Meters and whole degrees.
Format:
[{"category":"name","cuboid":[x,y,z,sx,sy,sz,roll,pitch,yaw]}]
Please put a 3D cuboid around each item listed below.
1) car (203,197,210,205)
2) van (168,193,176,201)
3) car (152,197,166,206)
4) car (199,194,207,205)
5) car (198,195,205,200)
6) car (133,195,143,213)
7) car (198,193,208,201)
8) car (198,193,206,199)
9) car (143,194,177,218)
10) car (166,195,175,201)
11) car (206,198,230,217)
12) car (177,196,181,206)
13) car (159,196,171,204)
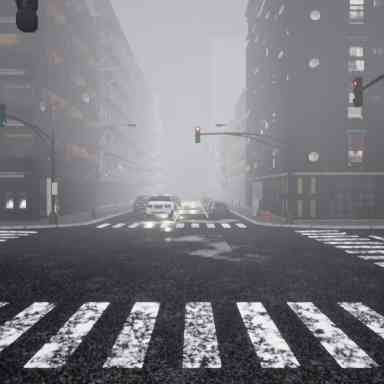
[{"category":"car","cuboid":[2.610,1.539,36.935,2.008,1.369,4.403,-1,0,0]},{"category":"van","cuboid":[-5.198,1.302,86.841,1.690,1.788,3.998,-1,0,0]},{"category":"car","cuboid":[-5.245,1.563,53.618,1.802,1.307,4.206,-1,0,0]},{"category":"car","cuboid":[2.643,1.523,59.092,1.887,1.381,4.507,-1,0,0]},{"category":"car","cuboid":[2.693,1.539,92.327,1.802,1.307,4.206,-1,0,0]},{"category":"car","cuboid":[-5.273,1.303,37.006,2.192,1.841,5.009,-1,0,0]},{"category":"car","cuboid":[2.673,1.280,81.249,2.192,1.841,5.009,-1,0,0]},{"category":"car","cuboid":[2.669,1.551,75.709,1.802,1.307,4.206,-1,0,0]},{"category":"car","cuboid":[-2.810,1.212,30.395,2.150,2.045,5.566,0,0,0]},{"category":"car","cuboid":[-5.204,1.490,81.134,1.752,1.417,4.829,-1,0,0]},{"category":"car","cuboid":[2.602,1.572,31.396,1.802,1.307,4.206,-1,0,0]},{"category":"car","cuboid":[-2.787,1.478,40.874,2.128,1.511,4.902,0,0,0]},{"category":"car","cuboid":[-5.228,1.557,64.692,1.802,1.307,4.206,-1,0,0]}]
